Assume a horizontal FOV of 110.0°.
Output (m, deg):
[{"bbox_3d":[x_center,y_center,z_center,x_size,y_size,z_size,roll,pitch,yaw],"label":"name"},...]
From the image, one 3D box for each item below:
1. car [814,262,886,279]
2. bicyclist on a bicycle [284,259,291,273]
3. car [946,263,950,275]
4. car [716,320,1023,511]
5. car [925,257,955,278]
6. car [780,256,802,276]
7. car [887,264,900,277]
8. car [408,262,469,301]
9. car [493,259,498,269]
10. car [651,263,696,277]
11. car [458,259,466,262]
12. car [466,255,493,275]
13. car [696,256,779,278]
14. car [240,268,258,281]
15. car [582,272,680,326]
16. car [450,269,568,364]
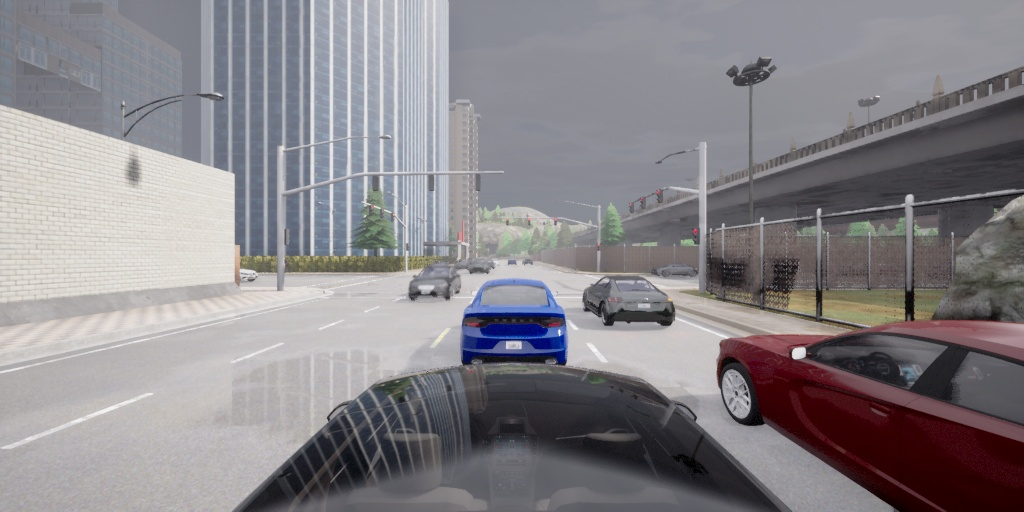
[{"bbox_3d":[29.769,1.406,31.967,4.718,1.301,1.895,0,0,0],"label":"car"},{"bbox_3d":[-25.294,1.106,40.146,0.582,1.620,1.656,0,0,0],"label":"bicyclist on a bicycle"},{"bbox_3d":[37.893,1.406,28.286,4.718,1.301,1.895,0,0,0],"label":"car"},{"bbox_3d":[3.601,1.228,2.685,1.882,1.535,5.008,0,0,0],"label":"car"},{"bbox_3d":[40.477,1.027,31.971,5.566,2.045,2.150,0,0,0],"label":"car"},{"bbox_3d":[25.378,1.027,35.467,5.566,2.045,2.150,0,0,-1],"label":"car"},{"bbox_3d":[35.557,1.331,35.466,4.674,1.442,1.812,0,0,0],"label":"car"},{"bbox_3d":[-3.596,1.244,17.394,2.128,1.511,4.902,0,0,0],"label":"car"},{"bbox_3d":[-3.583,1.297,54.560,2.033,1.411,5.357,0,0,0],"label":"car"},{"bbox_3d":[16.022,1.369,35.445,4.181,1.385,1.994,0,0,0],"label":"car"},{"bbox_3d":[-7.084,1.254,51.812,1.837,1.490,4.892,0,0,0],"label":"car"},{"bbox_3d":[-3.591,1.120,40.437,2.097,1.767,4.553,0,1,0],"label":"car"},{"bbox_3d":[20.000,1.027,31.949,5.566,2.045,2.150,0,0,0],"label":"car"},{"bbox_3d":[-22.633,1.331,28.189,4.674,1.442,1.812,0,0,0],"label":"car"},{"bbox_3d":[3.576,1.314,11.679,1.994,1.385,4.181,0,0,0],"label":"car"},{"bbox_3d":[0.054,1.228,8.019,1.882,1.535,5.008,0,0,1],"label":"car"}]
